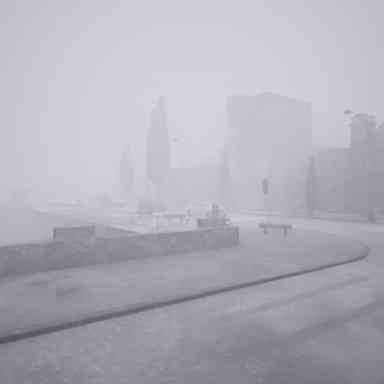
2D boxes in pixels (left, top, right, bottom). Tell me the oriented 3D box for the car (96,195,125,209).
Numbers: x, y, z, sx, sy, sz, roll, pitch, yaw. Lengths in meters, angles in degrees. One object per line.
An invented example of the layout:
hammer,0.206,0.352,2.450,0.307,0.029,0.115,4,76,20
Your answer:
car,-11.363,1.548,47.061,2.033,1.411,5.357,0,0,-36

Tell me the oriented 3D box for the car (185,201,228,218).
car,1.176,1.526,29.482,1.812,1.442,4.674,0,0,-36

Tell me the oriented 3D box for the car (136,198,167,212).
car,-4.638,1.504,37.616,1.837,1.490,4.892,0,0,-36

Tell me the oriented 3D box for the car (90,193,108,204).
car,-17.293,1.221,62.522,2.150,2.045,5.566,0,0,-36
